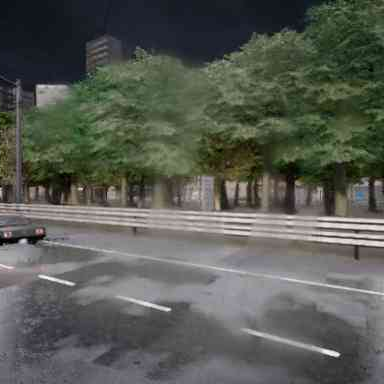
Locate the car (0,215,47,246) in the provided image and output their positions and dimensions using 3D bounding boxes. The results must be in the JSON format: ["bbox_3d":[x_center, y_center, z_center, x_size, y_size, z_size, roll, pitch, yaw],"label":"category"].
[{"bbox_3d":[-8.291,1.604,14.080,4.718,1.301,1.895,0,0,35],"label":"car"}]
